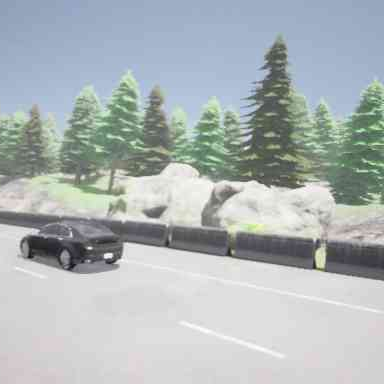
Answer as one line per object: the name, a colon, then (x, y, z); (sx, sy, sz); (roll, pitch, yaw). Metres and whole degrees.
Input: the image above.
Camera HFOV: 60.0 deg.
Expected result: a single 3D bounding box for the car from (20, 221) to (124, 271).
car: (-4.550, 1.821, 12.282); (4.892, 1.490, 1.837); (0, -3, 40)
